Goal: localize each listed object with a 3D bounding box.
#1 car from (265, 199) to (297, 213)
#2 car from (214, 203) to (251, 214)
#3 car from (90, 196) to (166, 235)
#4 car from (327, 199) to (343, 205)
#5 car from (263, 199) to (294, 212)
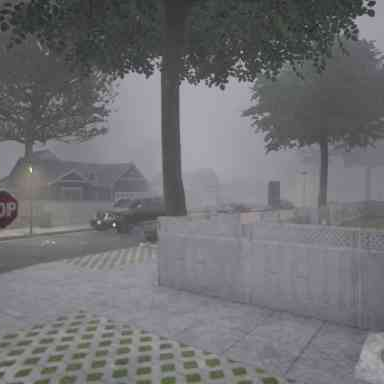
[{"bbox_3d":[10.893,1.645,40.406,2.128,1.511,4.902,1,0,35],"label":"car"},{"bbox_3d":[3.729,1.671,30.203,1.994,1.385,4.181,1,0,35],"label":"car"},{"bbox_3d":[-3.379,1.282,20.009,2.150,2.045,5.566,1,0,35],"label":"car"},{"bbox_3d":[22.349,1.802,51.738,1.994,1.385,4.181,1,0,34],"label":"car"},{"bbox_3d":[8.378,1.713,31.722,1.994,1.385,4.181,1,0,35],"label":"car"}]
